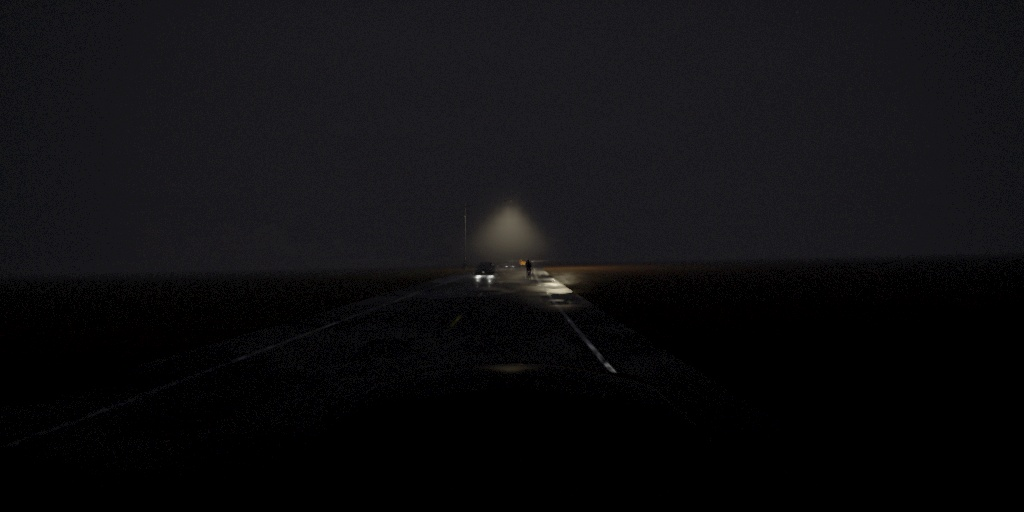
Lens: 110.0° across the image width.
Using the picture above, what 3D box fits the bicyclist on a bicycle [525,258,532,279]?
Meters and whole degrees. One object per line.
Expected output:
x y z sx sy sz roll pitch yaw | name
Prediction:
1.399 1.130 30.023 0.659 1.776 1.843 0 0 2 | bicyclist on a bicycle

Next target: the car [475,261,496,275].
-2.801 1.298 39.114 2.033 1.411 5.357 0 0 3 | car
